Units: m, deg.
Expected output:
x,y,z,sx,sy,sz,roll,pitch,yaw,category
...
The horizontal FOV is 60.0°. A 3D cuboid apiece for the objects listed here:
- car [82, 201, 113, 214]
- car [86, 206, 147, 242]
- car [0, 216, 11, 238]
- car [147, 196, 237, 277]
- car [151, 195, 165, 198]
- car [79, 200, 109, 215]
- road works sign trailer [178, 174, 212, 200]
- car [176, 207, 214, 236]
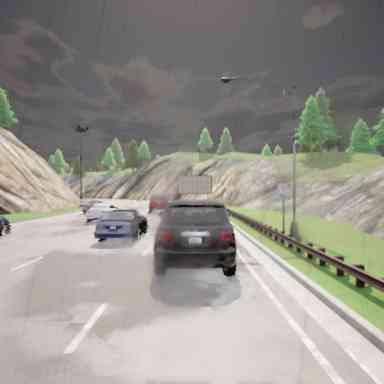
x,y,z,sx,sy,sz,roll,pitch,yaw,category
-6.924,1.627,26.225,1.812,1.442,4.674,0,0,0,car
-3.411,1.613,16.869,2.033,1.411,5.357,0,0,0,car
-10.409,1.411,15.334,2.097,1.767,4.553,0,0,0,car
0.092,1.260,10.507,2.150,2.045,5.566,0,-1,0,car
-3.840,1.370,38.992,2.150,2.045,5.566,0,-1,-4,car
-10.687,1.689,36.743,2.033,1.411,5.357,0,0,-4,car
0.201,0.554,23.219,2.380,3.560,2.880,0,0,0,road works sign trailer
0.121,1.635,19.717,1.994,1.385,4.181,0,0,-1,car
